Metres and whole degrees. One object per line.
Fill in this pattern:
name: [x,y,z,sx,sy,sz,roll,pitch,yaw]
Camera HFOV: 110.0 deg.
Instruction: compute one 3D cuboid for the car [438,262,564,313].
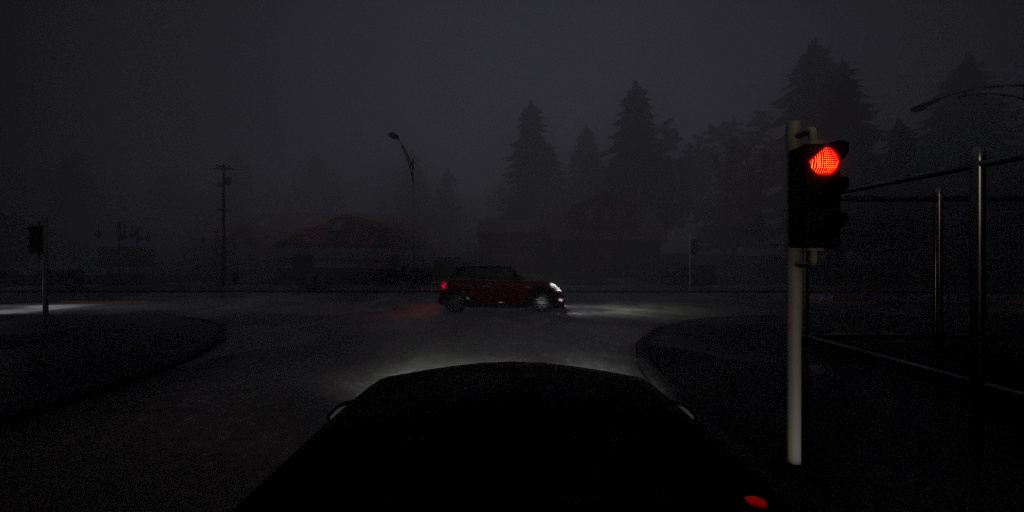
car: [-0.355,1.102,13.418,4.553,1.767,2.097,0,0,0]
